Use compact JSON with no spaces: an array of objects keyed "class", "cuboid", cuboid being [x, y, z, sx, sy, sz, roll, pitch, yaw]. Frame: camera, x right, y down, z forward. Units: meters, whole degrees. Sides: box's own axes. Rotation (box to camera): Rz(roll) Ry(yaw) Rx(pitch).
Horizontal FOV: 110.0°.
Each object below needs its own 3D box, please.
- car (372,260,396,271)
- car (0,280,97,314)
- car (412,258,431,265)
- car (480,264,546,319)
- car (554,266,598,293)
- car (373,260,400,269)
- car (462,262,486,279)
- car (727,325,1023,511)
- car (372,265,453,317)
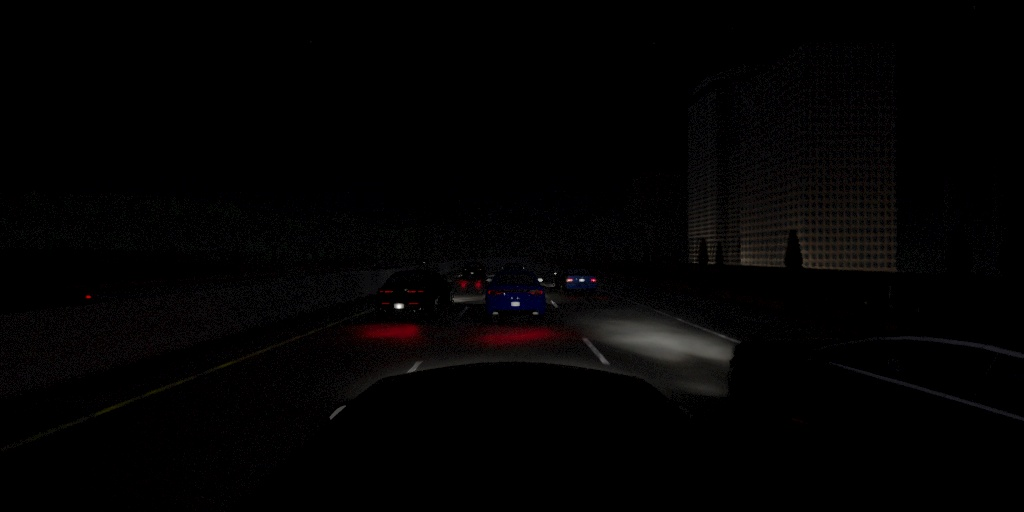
[{"class":"car","cuboid":[-17.701,1.278,49.862,1.812,1.442,4.674,0,0,-1]},{"class":"car","cuboid":[-14.096,1.298,8.892,2.033,1.411,5.357,0,0,0]},{"class":"car","cuboid":[-14.359,1.103,57.084,2.097,1.767,4.553,0,0,-1]},{"class":"car","cuboid":[0.106,1.228,12.799,1.882,1.535,5.008,0,0,0]},{"class":"car","cuboid":[3.609,1.299,21.022,2.033,1.411,5.357,0,0,0]},{"class":"car","cuboid":[-10.578,1.316,30.986,1.994,1.385,4.181,0,0,0]},{"class":"car","cuboid":[-3.401,1.278,32.782,1.812,1.442,4.674,0,0,0]},{"class":"car","cuboid":[3.600,1.242,2.520,2.128,1.511,4.902,0,0,0]},{"class":"car","cuboid":[-3.395,1.256,13.203,1.837,1.490,4.892,0,0,0]}]
